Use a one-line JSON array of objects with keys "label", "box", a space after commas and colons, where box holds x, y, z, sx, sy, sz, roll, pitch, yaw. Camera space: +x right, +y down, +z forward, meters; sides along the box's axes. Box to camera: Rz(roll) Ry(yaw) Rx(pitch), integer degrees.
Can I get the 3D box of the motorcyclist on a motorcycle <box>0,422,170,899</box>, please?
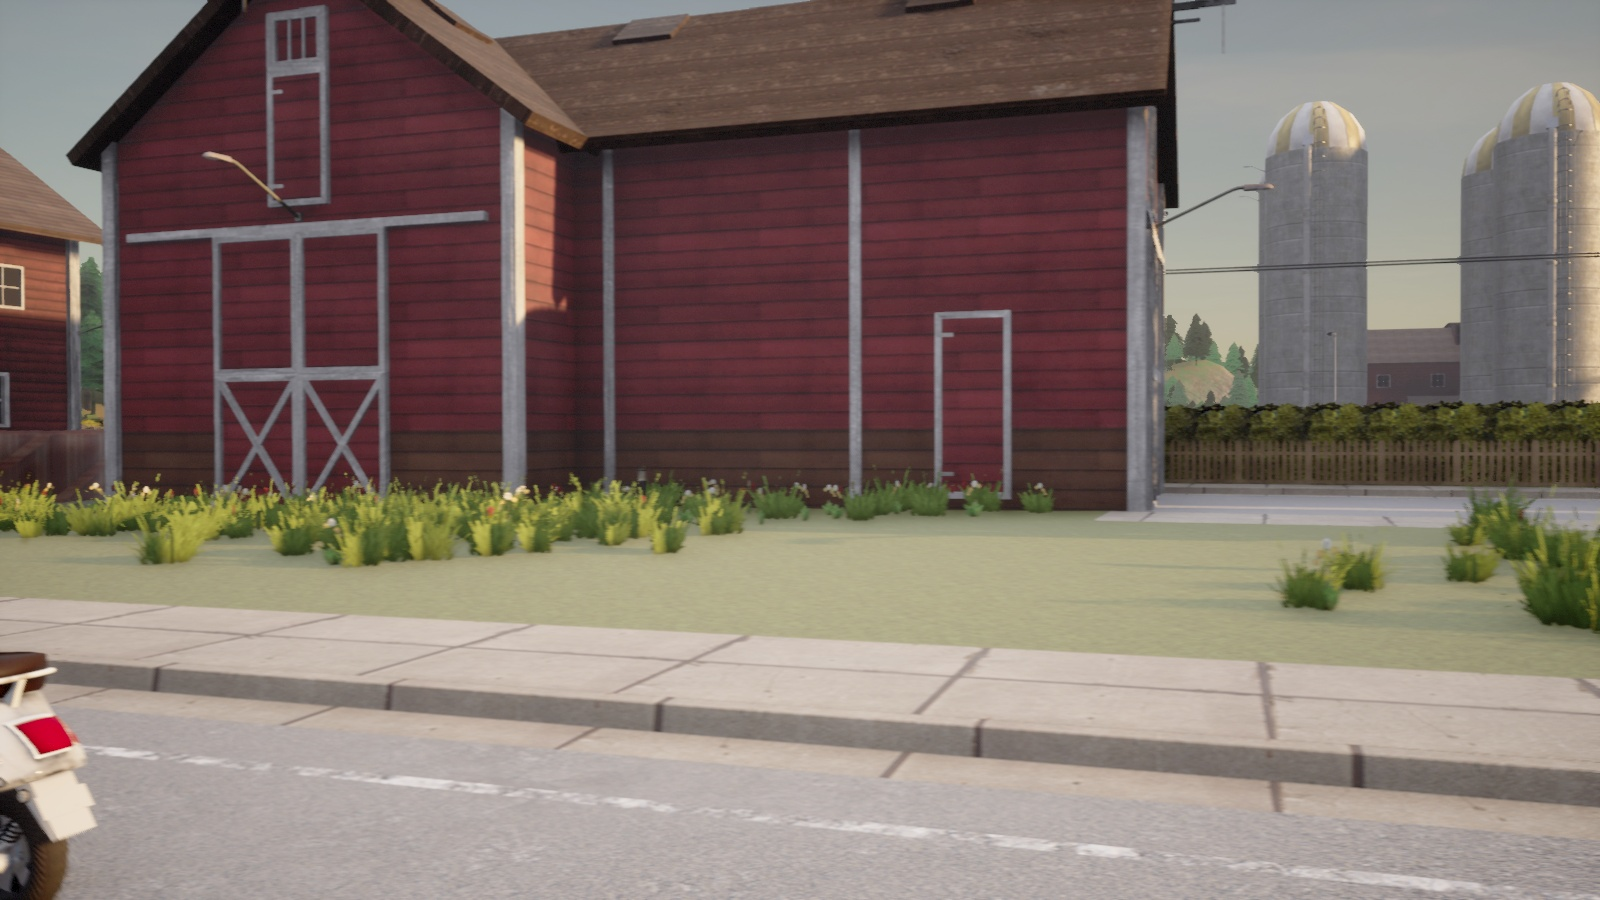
[{"label": "motorcyclist on a motorcycle", "box": [-3.215, 0.701, 4.285, 1.817, 1.590, 0.866, 0, 1, 18]}]
